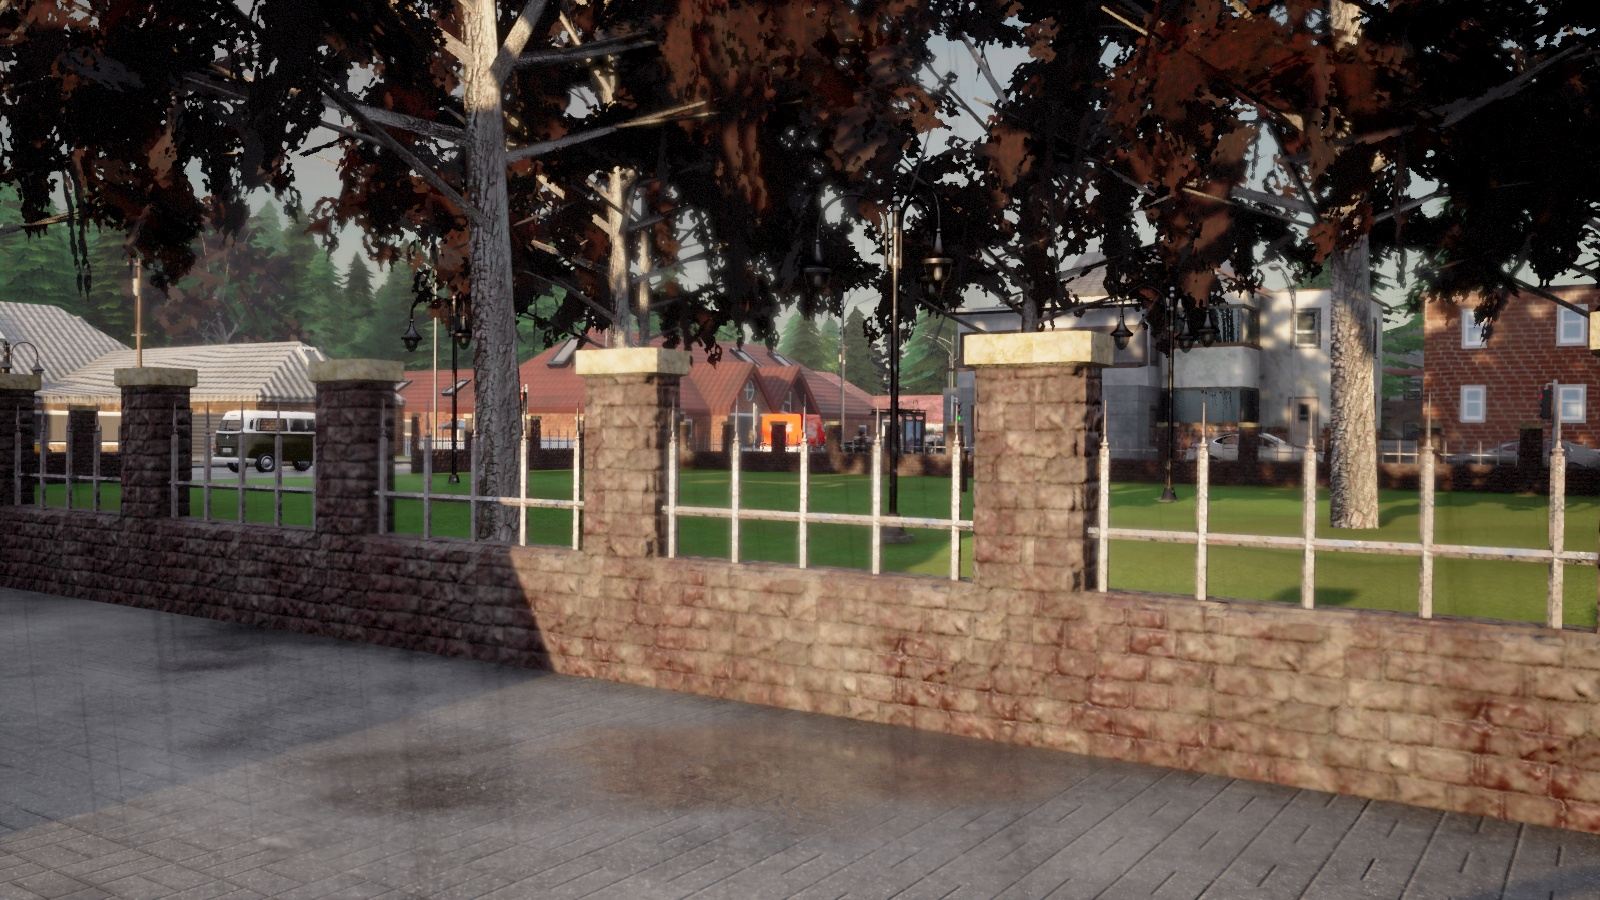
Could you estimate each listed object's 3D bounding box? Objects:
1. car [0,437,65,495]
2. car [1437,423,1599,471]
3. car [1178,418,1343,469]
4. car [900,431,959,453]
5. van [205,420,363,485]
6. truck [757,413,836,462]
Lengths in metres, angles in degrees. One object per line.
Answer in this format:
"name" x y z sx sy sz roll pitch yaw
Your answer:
"car" -22.672 0.457 33.476 1.882 1.535 5.008 0 1 32
"car" 24.351 -0.111 42.369 4.902 1.511 2.128 0 1 33
"car" 15.818 -0.223 43.176 5.027 1.651 2.152 0 1 31
"car" 9.185 -0.564 88.792 2.163 1.488 4.792 0 1 34
"van" -17.129 0.038 41.871 2.069 2.038 4.480 0 1 32
"truck" -0.110 -0.669 66.950 2.627 2.467 5.204 -1 1 18
